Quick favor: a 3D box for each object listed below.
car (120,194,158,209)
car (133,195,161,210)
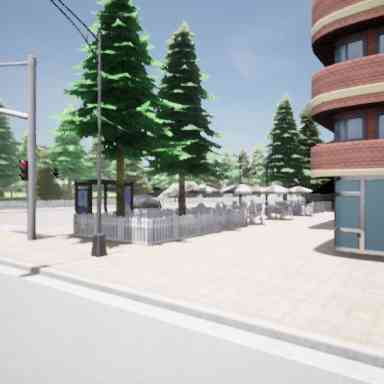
[{"bbox_3d":[-6.787,1.159,42.646,2.097,1.767,4.553,0,0,39],"label":"car"},{"bbox_3d":[-5.537,1.385,38.578,1.994,1.385,4.181,0,0,37],"label":"car"}]
